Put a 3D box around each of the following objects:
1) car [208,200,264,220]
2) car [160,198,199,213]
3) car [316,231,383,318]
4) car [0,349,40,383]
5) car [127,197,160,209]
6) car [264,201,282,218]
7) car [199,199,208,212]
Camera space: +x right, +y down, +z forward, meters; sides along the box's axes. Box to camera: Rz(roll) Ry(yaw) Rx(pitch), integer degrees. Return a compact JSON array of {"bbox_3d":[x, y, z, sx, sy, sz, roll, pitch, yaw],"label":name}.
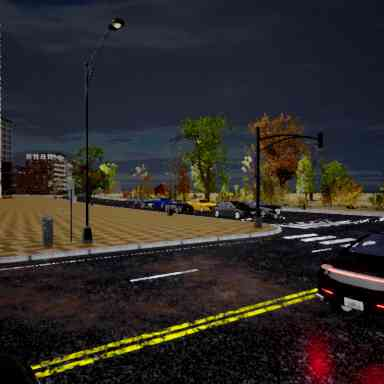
[{"bbox_3d":[3.740,1.564,29.219,1.837,1.490,4.892,0,0,-32],"label":"car"},{"bbox_3d":[-1.478,1.648,37.650,1.994,1.385,4.181,0,0,-32],"label":"car"},{"bbox_3d":[4.466,1.491,6.432,4.902,1.511,2.128,0,0,-34],"label":"car"},{"bbox_3d":[-3.116,1.492,1.186,4.902,1.511,2.128,0,0,-36],"label":"car"},{"bbox_3d":[-6.805,1.597,46.431,2.128,1.511,4.902,0,0,-31],"label":"car"},{"bbox_3d":[6.286,1.540,31.280,2.128,1.511,4.902,0,0,-32],"label":"car"},{"bbox_3d":[1.052,1.550,39.746,1.882,1.535,5.008,0,0,-32],"label":"car"}]
